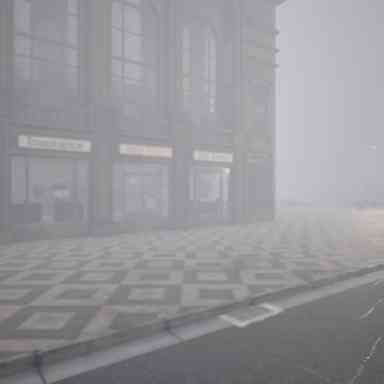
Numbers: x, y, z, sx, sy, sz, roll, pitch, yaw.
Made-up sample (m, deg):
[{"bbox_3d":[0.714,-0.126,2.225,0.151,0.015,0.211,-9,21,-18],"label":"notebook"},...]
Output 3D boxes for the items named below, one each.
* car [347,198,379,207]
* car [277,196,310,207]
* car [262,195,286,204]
[{"bbox_3d":[25.551,1.580,49.748,1.947,1.339,4.313,0,0,-36],"label":"car"},{"bbox_3d":[15.327,1.555,49.252,1.887,1.381,4.507,0,0,-36],"label":"car"},{"bbox_3d":[15.516,1.446,63.369,1.967,1.590,4.097,0,0,-36],"label":"car"}]
